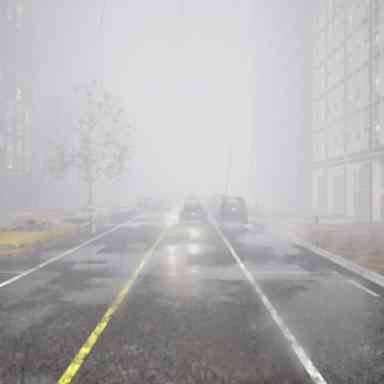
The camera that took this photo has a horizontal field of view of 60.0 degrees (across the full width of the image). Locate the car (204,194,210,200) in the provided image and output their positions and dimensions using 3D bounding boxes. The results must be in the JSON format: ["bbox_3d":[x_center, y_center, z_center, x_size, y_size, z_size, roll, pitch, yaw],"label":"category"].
[{"bbox_3d":[2.689,1.141,34.941,2.192,1.841,5.009,0,0,0],"label":"car"}]

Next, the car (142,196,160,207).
[{"bbox_3d":[-5.695,1.330,46.337,1.947,1.339,4.313,0,0,0],"label":"car"}]

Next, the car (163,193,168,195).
[{"bbox_3d":[-5.696,1.282,57.720,1.802,1.307,4.206,0,0,0],"label":"car"}]

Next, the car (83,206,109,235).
[{"bbox_3d":[-5.691,1.463,17.876,2.008,1.369,4.403,0,0,0],"label":"car"}]

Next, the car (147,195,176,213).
[{"bbox_3d":[-3.104,1.374,34.827,2.033,1.411,5.357,0,0,0],"label":"car"}]

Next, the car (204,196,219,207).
[{"bbox_3d":[2.686,1.289,46.495,1.752,1.417,4.829,0,0,0],"label":"car"}]

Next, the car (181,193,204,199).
[{"bbox_3d":[0.094,1.141,41.777,2.097,1.767,4.553,0,0,0],"label":"car"}]

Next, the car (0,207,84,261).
[{"bbox_3d":[-5.690,1.467,12.012,1.752,1.417,4.829,0,0,0],"label":"car"}]

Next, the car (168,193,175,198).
[{"bbox_3d":[-5.700,1.081,91.875,1.802,1.307,4.206,0,0,0],"label":"car"}]

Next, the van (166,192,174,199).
[{"bbox_3d":[-5.699,0.875,86.181,1.690,1.788,3.998,0,0,0],"label":"van"}]

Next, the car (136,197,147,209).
[{"bbox_3d":[-5.694,1.346,40.645,2.008,1.369,4.403,0,0,0],"label":"car"}]

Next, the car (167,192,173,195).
[{"bbox_3d":[-5.698,1.185,69.106,2.008,1.369,4.403,0,0,0],"label":"car"}]

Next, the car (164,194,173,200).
[{"bbox_3d":[-5.699,1.112,80.490,1.887,1.381,4.507,0,0,0],"label":"car"}]

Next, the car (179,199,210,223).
[{"bbox_3d":[0.096,1.444,24.288,1.994,1.385,4.181,0,0,0],"label":"car"}]

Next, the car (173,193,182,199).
[{"bbox_3d":[-3.011,0.998,76.001,1.882,1.535,5.008,0,0,0],"label":"car"}]

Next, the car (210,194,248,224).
[{"bbox_3d":[2.690,1.200,23.556,2.192,1.841,5.009,0,0,0],"label":"car"}]

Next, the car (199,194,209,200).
[{"bbox_3d":[2.682,1.168,74.786,1.947,1.339,4.313,0,0,0],"label":"car"}]
